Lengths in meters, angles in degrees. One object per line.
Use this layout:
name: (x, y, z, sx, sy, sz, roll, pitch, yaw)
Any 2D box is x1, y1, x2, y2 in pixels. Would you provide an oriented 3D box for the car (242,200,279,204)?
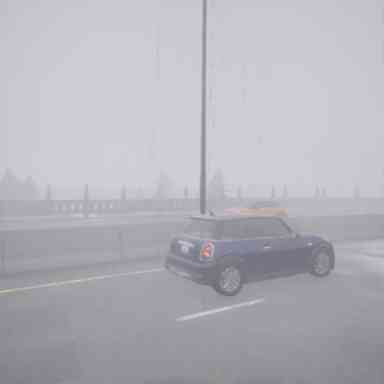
car: (4.094, 1.312, 22.254, 4.553, 1.767, 2.097, 0, 0, -26)

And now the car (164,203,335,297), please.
car: (1.648, 1.330, 8.710, 4.553, 1.767, 2.097, 0, 0, -32)
